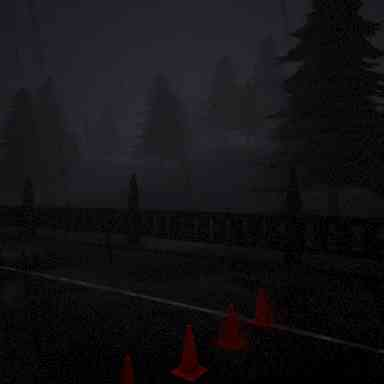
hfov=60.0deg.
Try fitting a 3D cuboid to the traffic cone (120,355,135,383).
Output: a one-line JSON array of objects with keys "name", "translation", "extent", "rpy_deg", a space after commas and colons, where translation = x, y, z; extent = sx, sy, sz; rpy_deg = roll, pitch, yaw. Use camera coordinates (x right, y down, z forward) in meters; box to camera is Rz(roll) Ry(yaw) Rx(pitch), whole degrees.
[{"name": "traffic cone", "translation": [-0.653, 1.949, 3.353], "extent": [0.340, 0.580, 0.340], "rpy_deg": [0, 0, 38]}]

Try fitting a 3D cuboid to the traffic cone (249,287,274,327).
[{"name": "traffic cone", "translation": [1.193, 1.941, 5.718], "extent": [0.340, 0.580, 0.340], "rpy_deg": [0, 0, 38]}]

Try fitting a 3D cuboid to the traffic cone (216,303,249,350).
[{"name": "traffic cone", "translation": [0.577, 1.943, 4.930], "extent": [0.340, 0.580, 0.340], "rpy_deg": [0, 0, 38]}]

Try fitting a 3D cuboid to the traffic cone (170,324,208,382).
[{"name": "traffic cone", "translation": [-0.038, 1.946, 4.142], "extent": [0.340, 0.580, 0.340], "rpy_deg": [0, 0, 38]}]
